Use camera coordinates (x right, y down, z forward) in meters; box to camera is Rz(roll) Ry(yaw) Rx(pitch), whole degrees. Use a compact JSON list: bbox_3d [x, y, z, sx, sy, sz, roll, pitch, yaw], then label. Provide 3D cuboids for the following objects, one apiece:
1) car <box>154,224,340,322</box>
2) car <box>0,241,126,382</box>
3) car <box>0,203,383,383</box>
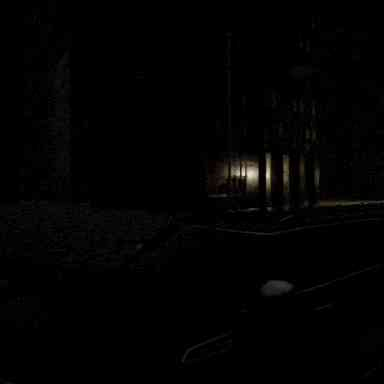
[{"bbox_3d":[1.412,1.577,7.677,4.206,1.307,1.802,0,0,-36],"label":"car"},{"bbox_3d":[-3.196,1.589,4.361,4.206,1.307,1.802,0,0,-36],"label":"car"},{"bbox_3d":[0.652,1.219,3.847,5.566,2.045,2.150,0,0,-36],"label":"car"}]
